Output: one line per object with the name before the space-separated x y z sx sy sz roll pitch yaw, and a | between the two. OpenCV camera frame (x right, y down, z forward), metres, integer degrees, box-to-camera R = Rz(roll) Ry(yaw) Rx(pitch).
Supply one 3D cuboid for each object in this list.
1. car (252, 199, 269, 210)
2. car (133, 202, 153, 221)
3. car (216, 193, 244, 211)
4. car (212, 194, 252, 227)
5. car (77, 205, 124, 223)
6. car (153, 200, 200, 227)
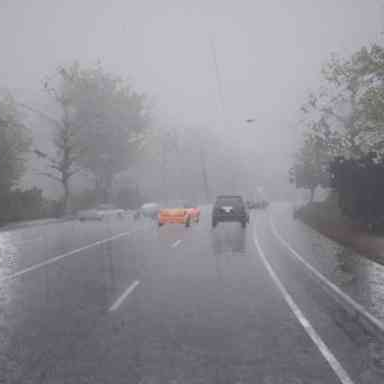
car | 8.335 1.542 41.118 1.895 1.301 4.718 -1 0 21
car | -3.369 1.595 28.222 1.812 1.442 4.674 -1 0 15
car | 4.958 1.237 42.114 2.150 2.045 5.566 -1 0 21
car | 2.711 1.208 22.664 2.150 2.045 5.566 -1 0 12
car | -7.295 1.705 26.899 1.895 1.301 4.718 -1 0 13
car | -0.785 1.373 22.892 2.097 1.767 4.553 -1 0 11
